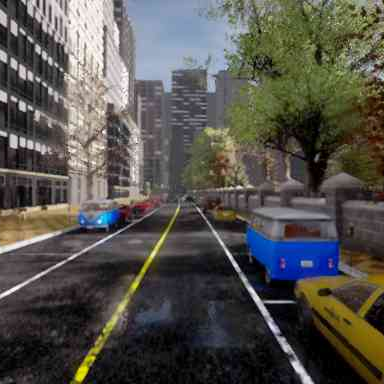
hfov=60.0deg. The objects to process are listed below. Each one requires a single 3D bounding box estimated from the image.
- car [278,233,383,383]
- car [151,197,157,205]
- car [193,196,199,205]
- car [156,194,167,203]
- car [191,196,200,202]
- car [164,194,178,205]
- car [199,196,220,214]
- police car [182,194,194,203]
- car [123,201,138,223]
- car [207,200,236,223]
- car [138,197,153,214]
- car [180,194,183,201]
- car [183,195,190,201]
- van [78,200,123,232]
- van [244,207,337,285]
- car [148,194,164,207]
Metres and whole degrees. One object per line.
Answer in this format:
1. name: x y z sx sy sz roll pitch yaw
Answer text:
1. car: 2.562 1.535 3.873 1.752 1.417 4.829 0 0 0
2. car: -5.921 1.665 42.348 1.802 1.307 4.206 0 0 -1
3. car: 1.660 1.635 59.330 1.752 1.417 4.829 0 0 -2
4. car: -6.941 1.445 75.623 2.192 1.841 5.009 0 0 -2
5. car: 0.864 1.687 81.339 2.008 1.369 4.403 0 0 -2
6. car: -3.826 1.354 63.904 2.150 2.045 5.566 0 0 -1
7. car: 2.217 1.389 36.977 2.192 1.841 5.009 0 0 -1
8. police car: -0.578 1.553 73.757 1.930 1.638 5.238 0 0 -2
9. car: -5.628 1.598 25.705 1.887 1.381 4.507 0 0 -1
10. car: 2.393 1.580 26.050 1.752 1.417 4.829 0 0 -1
11. car: -5.806 1.618 36.799 1.887 1.381 4.507 0 0 -1
12. car: -1.432 1.665 83.418 1.812 1.442 4.674 0 0 -15
13. car: -1.468 1.602 89.851 1.801 1.575 5.366 0 0 2
14. van: -5.563 1.384 20.159 1.690 1.788 3.998 0 0 -1
15. van: 2.544 1.362 9.248 1.690 1.788 3.998 0 0 0
16. car: -6.196 1.416 53.440 2.192 1.841 5.009 0 0 -2
